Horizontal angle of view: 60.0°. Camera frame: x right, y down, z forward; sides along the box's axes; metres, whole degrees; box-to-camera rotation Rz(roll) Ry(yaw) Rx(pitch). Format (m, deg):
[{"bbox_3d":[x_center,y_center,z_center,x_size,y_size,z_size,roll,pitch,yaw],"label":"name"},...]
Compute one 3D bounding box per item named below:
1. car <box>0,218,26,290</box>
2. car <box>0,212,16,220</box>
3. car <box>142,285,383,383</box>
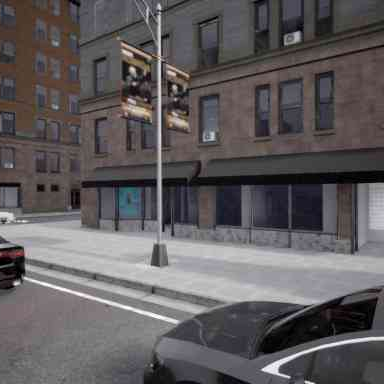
[{"bbox_3d":[-5.948,1.478,7.899,5.008,1.535,1.882,0,0,35],"label":"car"},{"bbox_3d":[-13.719,1.614,20.757,1.895,1.301,4.718,0,0,35],"label":"car"},{"bbox_3d":[1.788,1.505,2.412,4.892,1.490,1.837,0,0,35],"label":"car"}]
